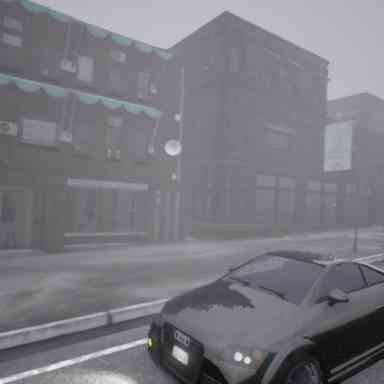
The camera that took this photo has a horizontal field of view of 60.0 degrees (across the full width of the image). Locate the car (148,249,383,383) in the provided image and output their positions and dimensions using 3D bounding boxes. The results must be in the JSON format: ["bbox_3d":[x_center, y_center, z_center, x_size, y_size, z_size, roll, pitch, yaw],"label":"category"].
[{"bbox_3d":[1.498,1.589,4.757,4.181,1.385,1.994,0,0,-36],"label":"car"}]
